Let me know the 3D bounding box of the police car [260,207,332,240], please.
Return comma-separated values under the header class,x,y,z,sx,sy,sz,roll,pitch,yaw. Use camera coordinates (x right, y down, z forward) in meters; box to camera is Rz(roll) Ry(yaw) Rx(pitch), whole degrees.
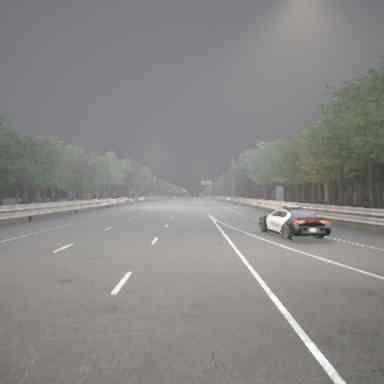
class,x,y,z,sx,sy,sz,roll,pitch,yaw
police car,5.135,1.563,17.552,2.038,1.542,4.974,0,0,-10
